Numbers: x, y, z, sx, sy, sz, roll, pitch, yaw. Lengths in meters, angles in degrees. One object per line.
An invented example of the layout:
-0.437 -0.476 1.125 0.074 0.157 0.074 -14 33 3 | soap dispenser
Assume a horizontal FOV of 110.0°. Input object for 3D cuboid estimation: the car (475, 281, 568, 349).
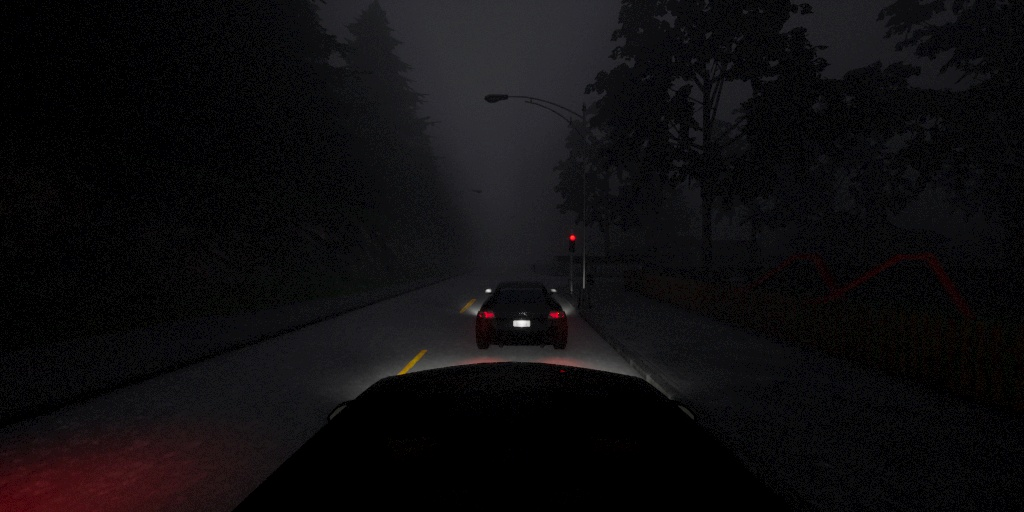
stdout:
0.228 1.314 9.141 1.994 1.385 4.181 0 0 1 | car
